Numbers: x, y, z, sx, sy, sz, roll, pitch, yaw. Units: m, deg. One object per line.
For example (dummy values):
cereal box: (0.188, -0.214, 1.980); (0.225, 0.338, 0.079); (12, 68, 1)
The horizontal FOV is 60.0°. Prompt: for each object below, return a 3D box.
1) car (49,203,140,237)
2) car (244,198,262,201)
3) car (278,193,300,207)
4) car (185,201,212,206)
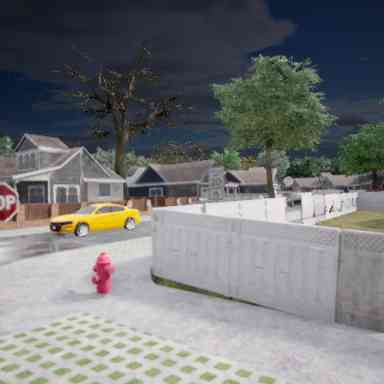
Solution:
car: (-4.968, 1.378, 17.520); (1.882, 1.535, 5.008); (-2, -1, 36)
car: (5.838, 1.277, 32.274); (1.895, 1.301, 4.718); (-2, -1, 36)
car: (11.659, 0.913, 40.193); (2.097, 1.767, 4.553); (-2, -1, 37)
car: (0.515, 1.349, 25.006); (1.994, 1.385, 4.181); (-2, -1, 36)
